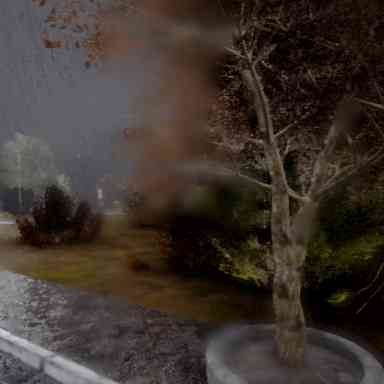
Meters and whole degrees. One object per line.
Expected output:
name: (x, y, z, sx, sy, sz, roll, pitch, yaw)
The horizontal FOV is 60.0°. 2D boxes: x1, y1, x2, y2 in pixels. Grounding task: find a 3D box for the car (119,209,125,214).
car: (-12.364, 3.503, 66.020, 1.837, 1.490, 4.892, -4, -3, 32)
